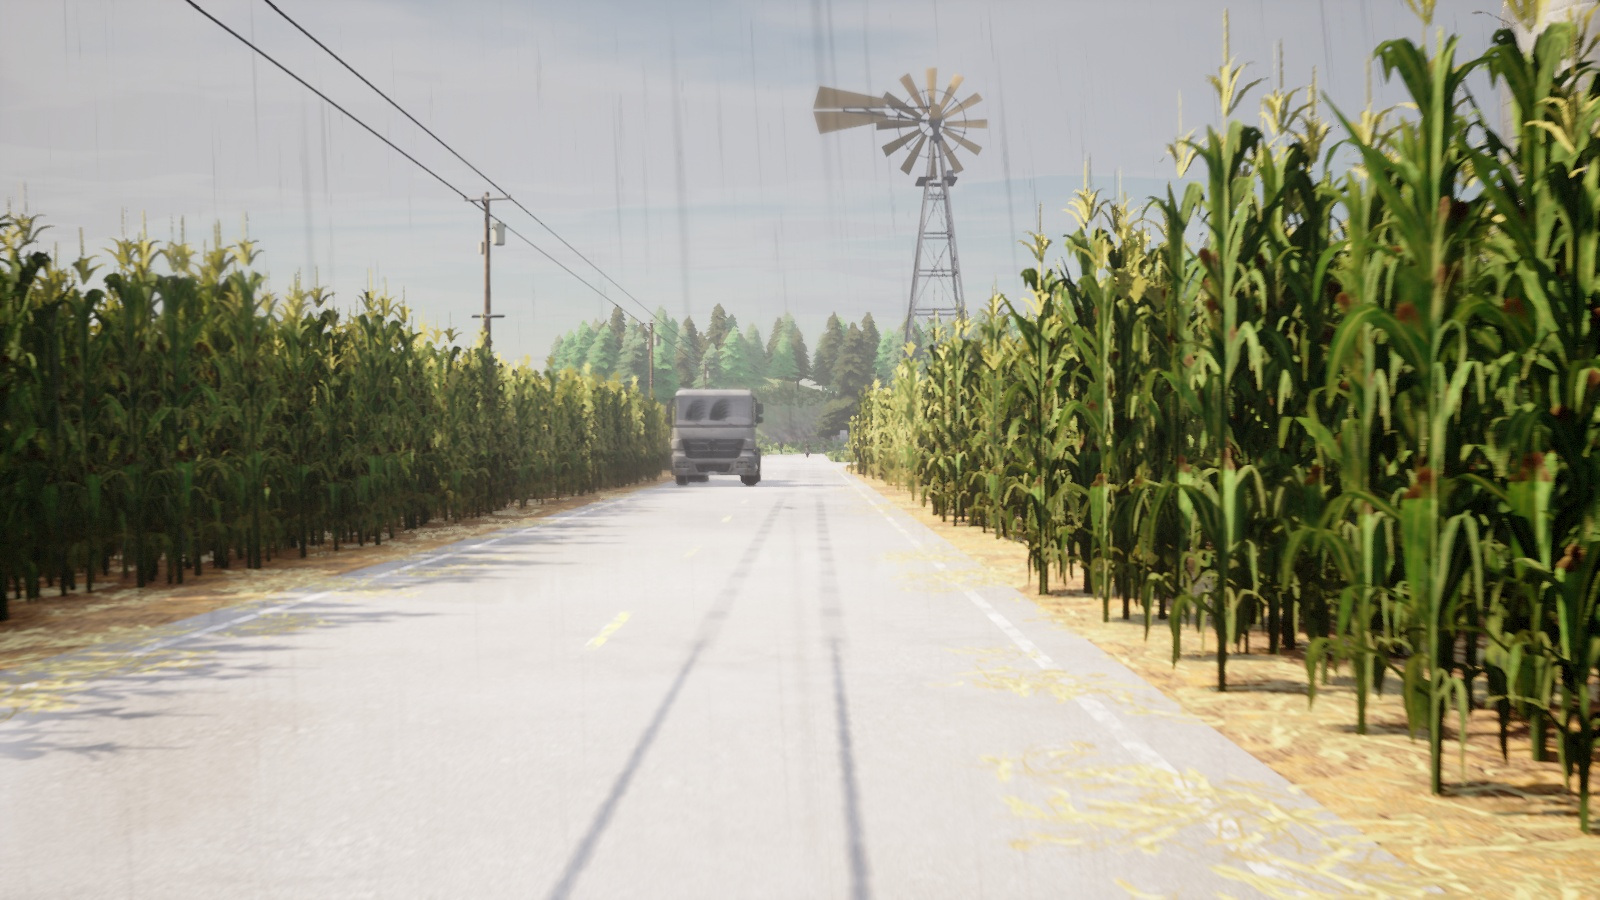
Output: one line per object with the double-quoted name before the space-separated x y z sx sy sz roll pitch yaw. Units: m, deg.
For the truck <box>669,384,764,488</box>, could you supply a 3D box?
"truck" -2.917 -0.497 46.058 2.891 3.462 7.936 0 0 0
